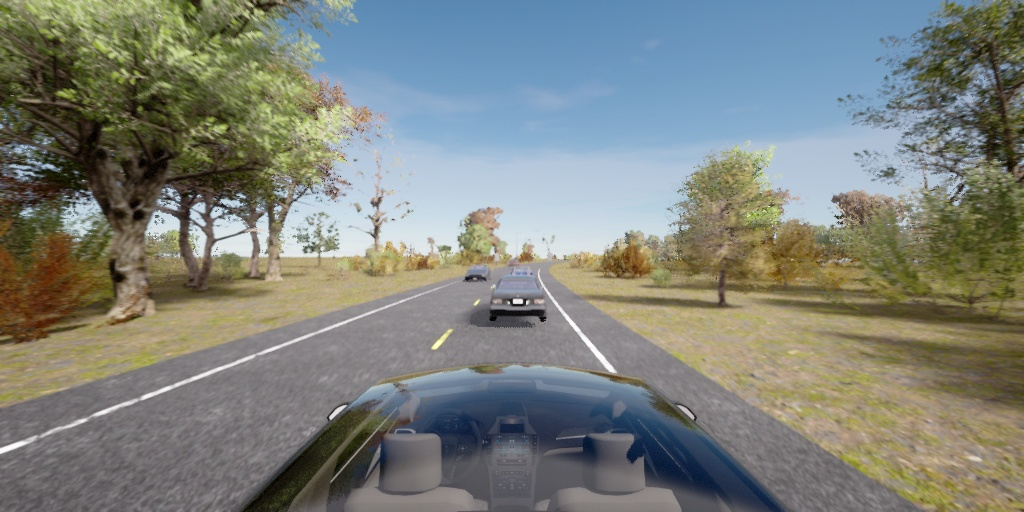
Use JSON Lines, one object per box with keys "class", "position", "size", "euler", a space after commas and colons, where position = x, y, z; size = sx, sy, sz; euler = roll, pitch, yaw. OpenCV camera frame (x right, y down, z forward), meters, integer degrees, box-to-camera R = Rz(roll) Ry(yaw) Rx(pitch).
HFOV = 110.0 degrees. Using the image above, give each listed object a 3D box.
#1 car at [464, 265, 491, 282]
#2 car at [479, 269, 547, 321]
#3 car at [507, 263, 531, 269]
{"class": "car", "position": [-2.845, 1.470, 31.423], "size": [2.033, 1.411, 5.357], "euler": [0, 0, 3]}
{"class": "car", "position": [0.221, 1.364, 12.783], "size": [2.033, 1.411, 5.357], "euler": [0, 0, 1]}
{"class": "car", "position": [0.853, 1.523, 31.243], "size": [1.895, 1.301, 4.718], "euler": [0, 0, 3]}
